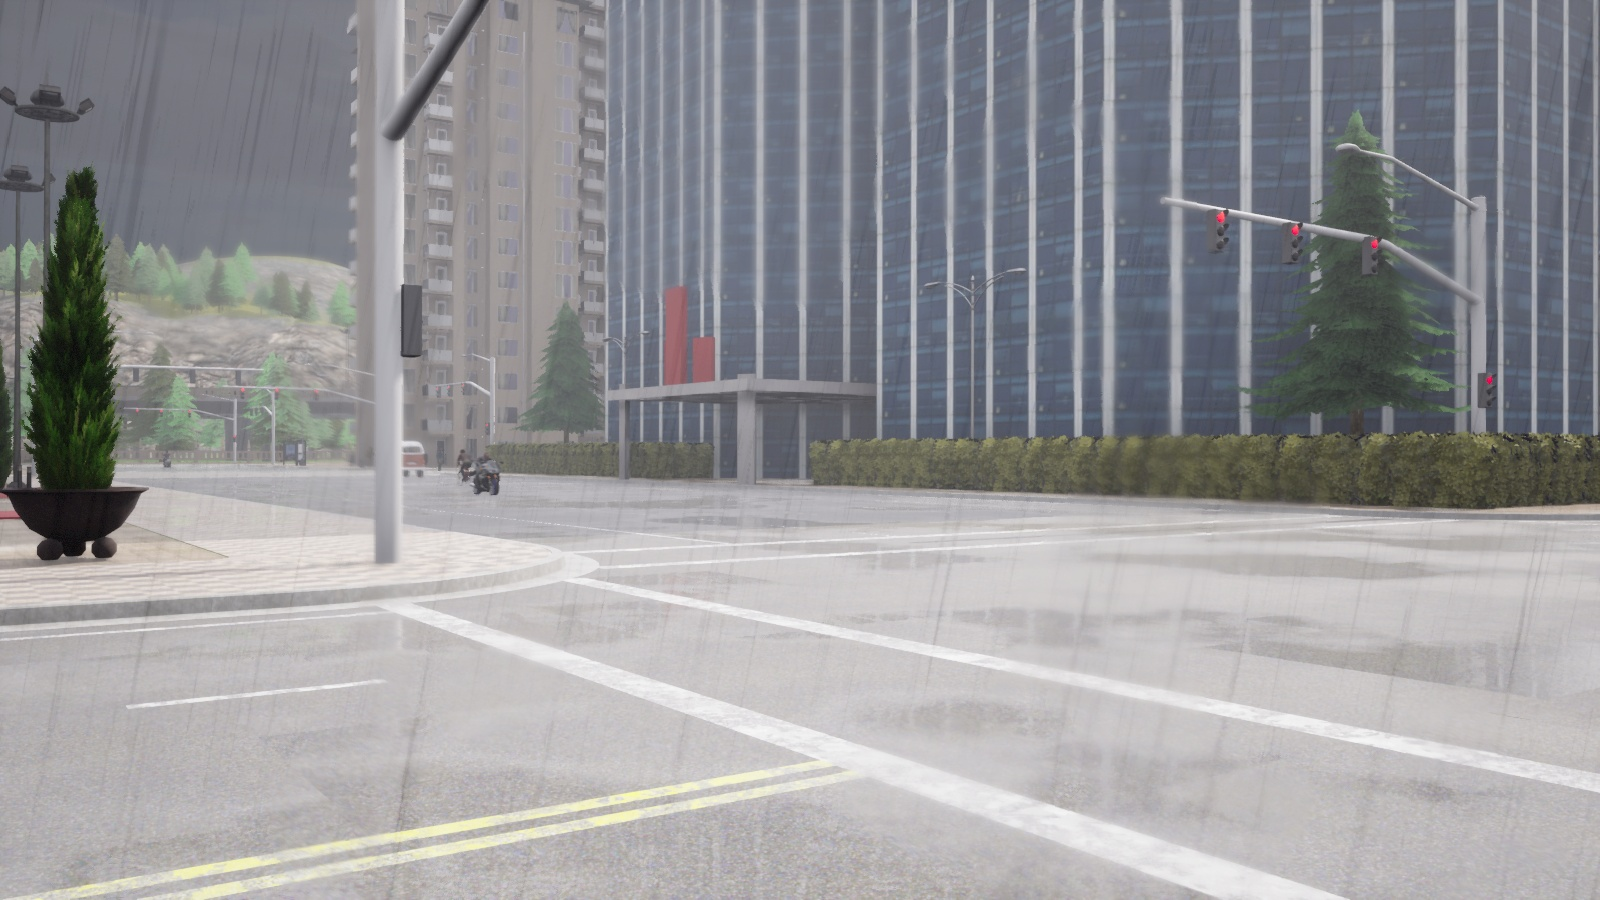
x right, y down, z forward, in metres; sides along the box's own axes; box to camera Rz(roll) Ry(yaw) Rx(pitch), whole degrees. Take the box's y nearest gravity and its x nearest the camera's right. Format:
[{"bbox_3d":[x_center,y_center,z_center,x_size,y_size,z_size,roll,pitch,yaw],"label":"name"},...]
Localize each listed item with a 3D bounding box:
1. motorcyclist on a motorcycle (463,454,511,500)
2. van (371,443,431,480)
[{"bbox_3d":[-10.815,0.909,43.350,0.866,1.530,2.191,0,0,-35],"label":"motorcyclist on a motorcycle"},{"bbox_3d":[-23.229,0.684,73.064,2.069,2.038,4.480,0,-2,-35],"label":"van"}]
